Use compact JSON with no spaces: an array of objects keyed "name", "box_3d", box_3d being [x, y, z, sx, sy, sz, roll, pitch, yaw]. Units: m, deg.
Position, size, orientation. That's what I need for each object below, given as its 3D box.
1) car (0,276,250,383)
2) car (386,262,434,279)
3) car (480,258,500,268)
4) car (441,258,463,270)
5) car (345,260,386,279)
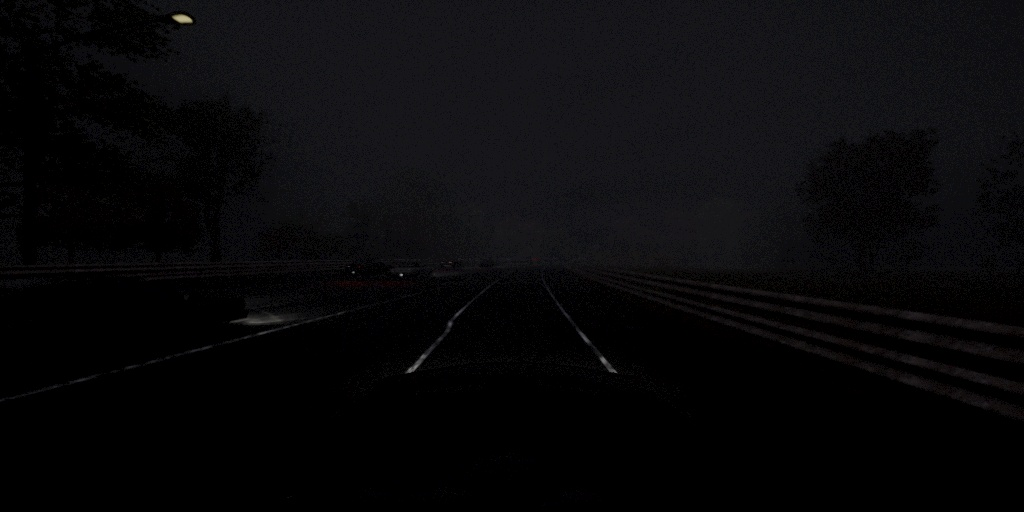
[{"name":"car","box_3d":[-7.720,1.066,6.464,2.033,1.411,5.357,0,0,7]},{"name":"car","box_3d":[-7.991,1.151,29.202,1.895,1.301,4.718,0,0,9]},{"name":"car","box_3d":[-3.488,1.096,54.623,2.128,1.511,4.902,0,0,11]},{"name":"car","box_3d":[-8.126,1.072,48.915,2.128,1.511,4.902,0,0,10]},{"name":"car","box_3d":[-11.502,1.031,29.246,2.128,1.511,4.902,0,0,9]}]
